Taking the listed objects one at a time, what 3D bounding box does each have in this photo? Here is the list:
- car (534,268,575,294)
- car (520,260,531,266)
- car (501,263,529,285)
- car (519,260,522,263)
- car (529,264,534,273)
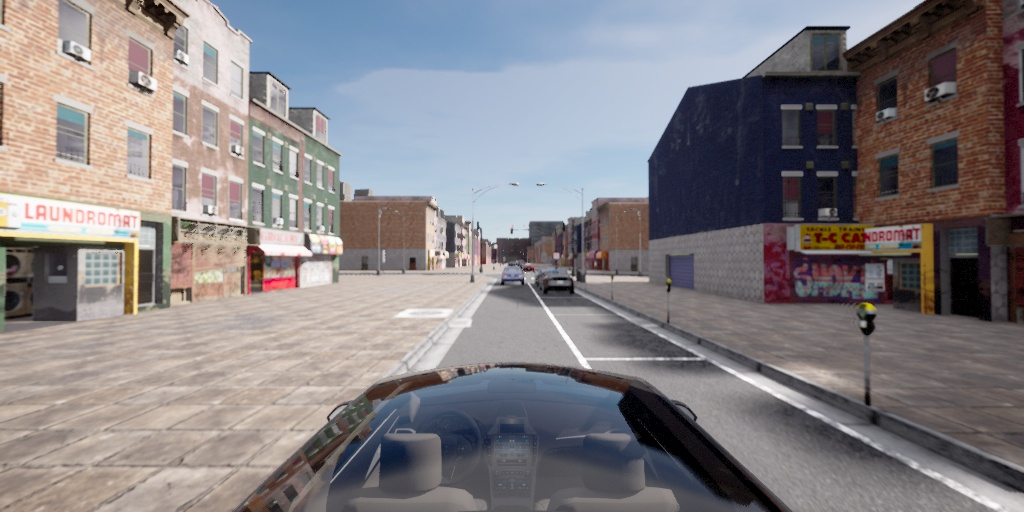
[{"bbox_3d":[2.620,1.482,21.491,1.948,1.339,4.313,0,0,0],"label":"car"},{"bbox_3d":[2.587,1.807,56.194,1.888,1.381,4.507,0,0,0],"label":"car"},{"bbox_3d":[0.058,1.531,28.790,2.033,1.411,5.357,0,-1,0],"label":"car"},{"bbox_3d":[2.581,1.850,62.043,1.751,1.417,4.829,0,0,0],"label":"car"},{"bbox_3d":[2.614,1.518,27.166,2.007,1.370,4.403,0,0,0],"label":"car"}]
